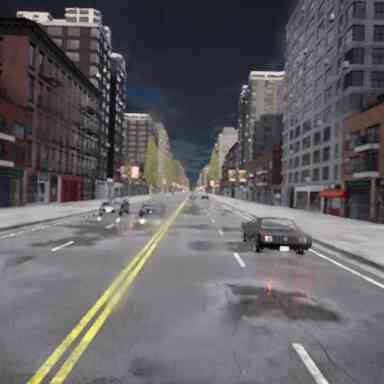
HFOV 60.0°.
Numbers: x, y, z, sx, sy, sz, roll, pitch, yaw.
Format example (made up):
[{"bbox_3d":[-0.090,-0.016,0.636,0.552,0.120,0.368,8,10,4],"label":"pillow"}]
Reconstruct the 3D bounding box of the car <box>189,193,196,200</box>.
[{"bbox_3d":[0.202,1.249,88.282,2.128,1.511,4.902,2,0,0],"label":"car"}]

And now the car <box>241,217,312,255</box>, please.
[{"bbox_3d":[3.236,1.672,13.759,1.895,1.301,4.718,2,0,0],"label":"car"}]

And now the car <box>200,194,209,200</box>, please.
[{"bbox_3d":[3.452,1.310,88.273,1.882,1.535,5.008,2,0,0],"label":"car"}]

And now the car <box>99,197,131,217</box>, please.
[{"bbox_3d":[-6.468,1.200,28.295,2.128,1.511,4.902,2,0,0],"label":"car"}]

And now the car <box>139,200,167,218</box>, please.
[{"bbox_3d":[-3.224,1.380,28.173,1.994,1.385,4.181,2,0,0],"label":"car"}]
